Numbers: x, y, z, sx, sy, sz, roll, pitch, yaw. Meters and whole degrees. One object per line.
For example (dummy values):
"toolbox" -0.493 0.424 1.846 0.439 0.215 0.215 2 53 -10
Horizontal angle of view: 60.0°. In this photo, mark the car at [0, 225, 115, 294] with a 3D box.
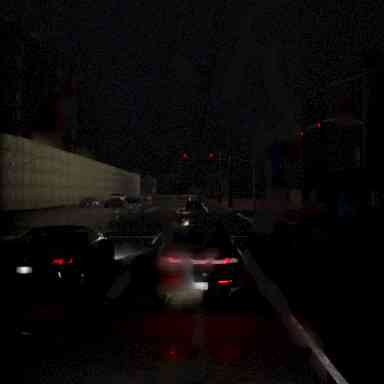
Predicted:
"car" -3.405 1.559 8.782 1.994 1.385 4.181 0 0 0

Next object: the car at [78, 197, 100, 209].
"car" -13.990 1.479 45.326 1.837 1.490 4.892 0 0 0

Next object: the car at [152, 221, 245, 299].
"car" 0.103 1.487 8.425 2.128 1.511 4.902 0 0 -1

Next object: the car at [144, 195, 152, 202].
"car" -10.333 1.411 75.516 1.882 1.535 5.008 0 0 0

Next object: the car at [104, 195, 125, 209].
"car" -10.491 1.500 45.108 1.812 1.442 4.674 0 0 0

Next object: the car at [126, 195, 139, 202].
"car" -13.829 1.476 77.449 2.033 1.411 5.357 0 0 0

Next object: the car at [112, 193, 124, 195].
"car" -13.910 1.188 61.924 2.150 2.045 5.566 0 0 1

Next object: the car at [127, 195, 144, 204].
"car" -10.425 1.566 60.375 1.895 1.301 4.718 0 0 1

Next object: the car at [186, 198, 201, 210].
"car" 0.193 1.467 42.280 2.128 1.511 4.902 0 0 0
